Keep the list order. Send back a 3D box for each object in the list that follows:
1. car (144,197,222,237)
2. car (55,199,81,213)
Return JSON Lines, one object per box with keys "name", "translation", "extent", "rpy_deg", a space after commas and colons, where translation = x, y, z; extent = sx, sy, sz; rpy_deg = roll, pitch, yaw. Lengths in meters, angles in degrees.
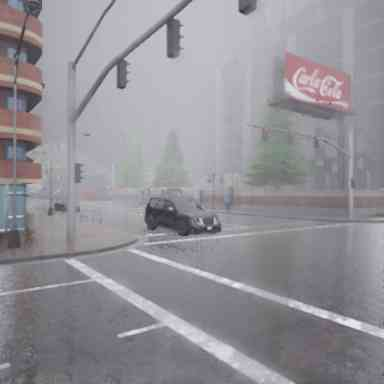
{"name": "car", "translation": [-0.717, 1.359, 18.845], "extent": [2.150, 2.045, 5.566], "rpy_deg": [0, 2, -36]}
{"name": "car", "translation": [-13.928, 1.541, 37.126], "extent": [1.837, 1.490, 4.892], "rpy_deg": [0, 0, -36]}
